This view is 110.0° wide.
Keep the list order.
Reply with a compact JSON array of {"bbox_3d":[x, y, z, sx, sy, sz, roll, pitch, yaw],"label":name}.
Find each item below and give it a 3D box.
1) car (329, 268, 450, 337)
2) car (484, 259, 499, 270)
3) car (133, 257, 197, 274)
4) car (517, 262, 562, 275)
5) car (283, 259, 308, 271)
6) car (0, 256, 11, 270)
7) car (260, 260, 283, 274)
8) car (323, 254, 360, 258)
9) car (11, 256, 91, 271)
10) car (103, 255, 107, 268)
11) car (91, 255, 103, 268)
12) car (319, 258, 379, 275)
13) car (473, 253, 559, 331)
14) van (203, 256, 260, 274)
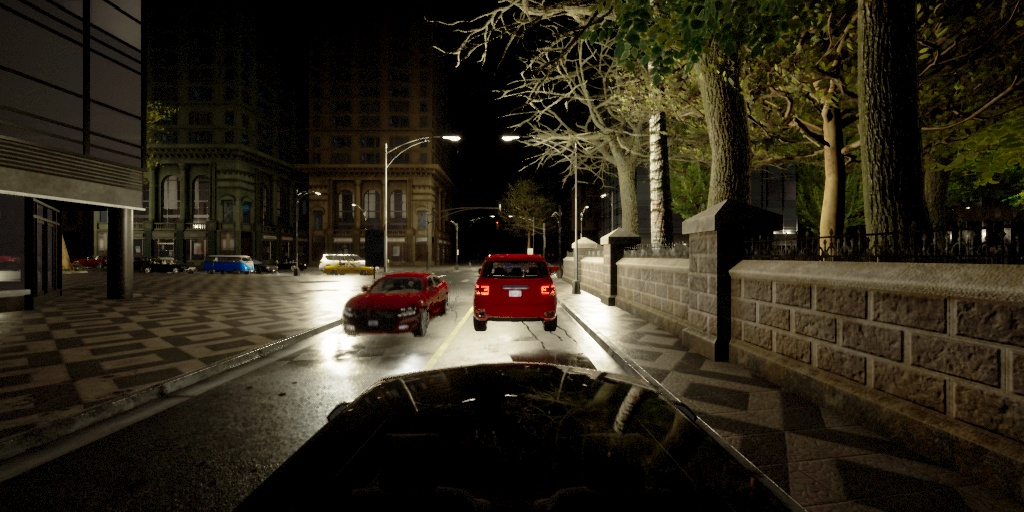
[{"bbox_3d":[-3.092,1.227,10.498,1.882,1.535,5.008,0,0,0],"label":"car"},{"bbox_3d":[-3.119,1.221,54.058,2.033,1.411,5.357,0,0,-4],"label":"car"},{"bbox_3d":[-31.970,0.980,33.479,4.403,1.370,2.007,0,0,0],"label":"car"},{"bbox_3d":[2.914,1.356,39.139,4.718,1.301,1.895,1,0,0],"label":"car"},{"bbox_3d":[-26.312,1.065,41.972,4.313,1.339,1.948,0,0,0],"label":"car"},{"bbox_3d":[-48.827,0.742,33.577,4.403,1.370,2.007,0,0,0],"label":"car"},{"bbox_3d":[-26.606,1.043,36.114,5.357,1.411,2.033,1,0,1],"label":"car"},{"bbox_3d":[-16.372,0.830,36.053,5.566,2.045,2.150,1,0,1],"label":"car"},{"bbox_3d":[-43.040,0.799,33.544,4.829,1.417,1.751,0,0,0],"label":"car"},{"bbox_3d":[-37.424,0.847,36.190,4.902,1.511,2.128,1,0,1],"label":"car"},{"bbox_3d":[-48.784,0.630,42.103,4.097,1.591,1.967,0,0,0],"label":"car"},{"bbox_3d":[-14.941,1.146,33.380,4.829,1.417,1.751,0,0,0],"label":"car"},{"bbox_3d":[0.099,0.971,11.067,2.150,2.045,5.566,0,0,0],"label":"car"},{"bbox_3d":[-26.352,0.840,33.446,3.998,1.789,1.690,0,0,0],"label":"van"}]
